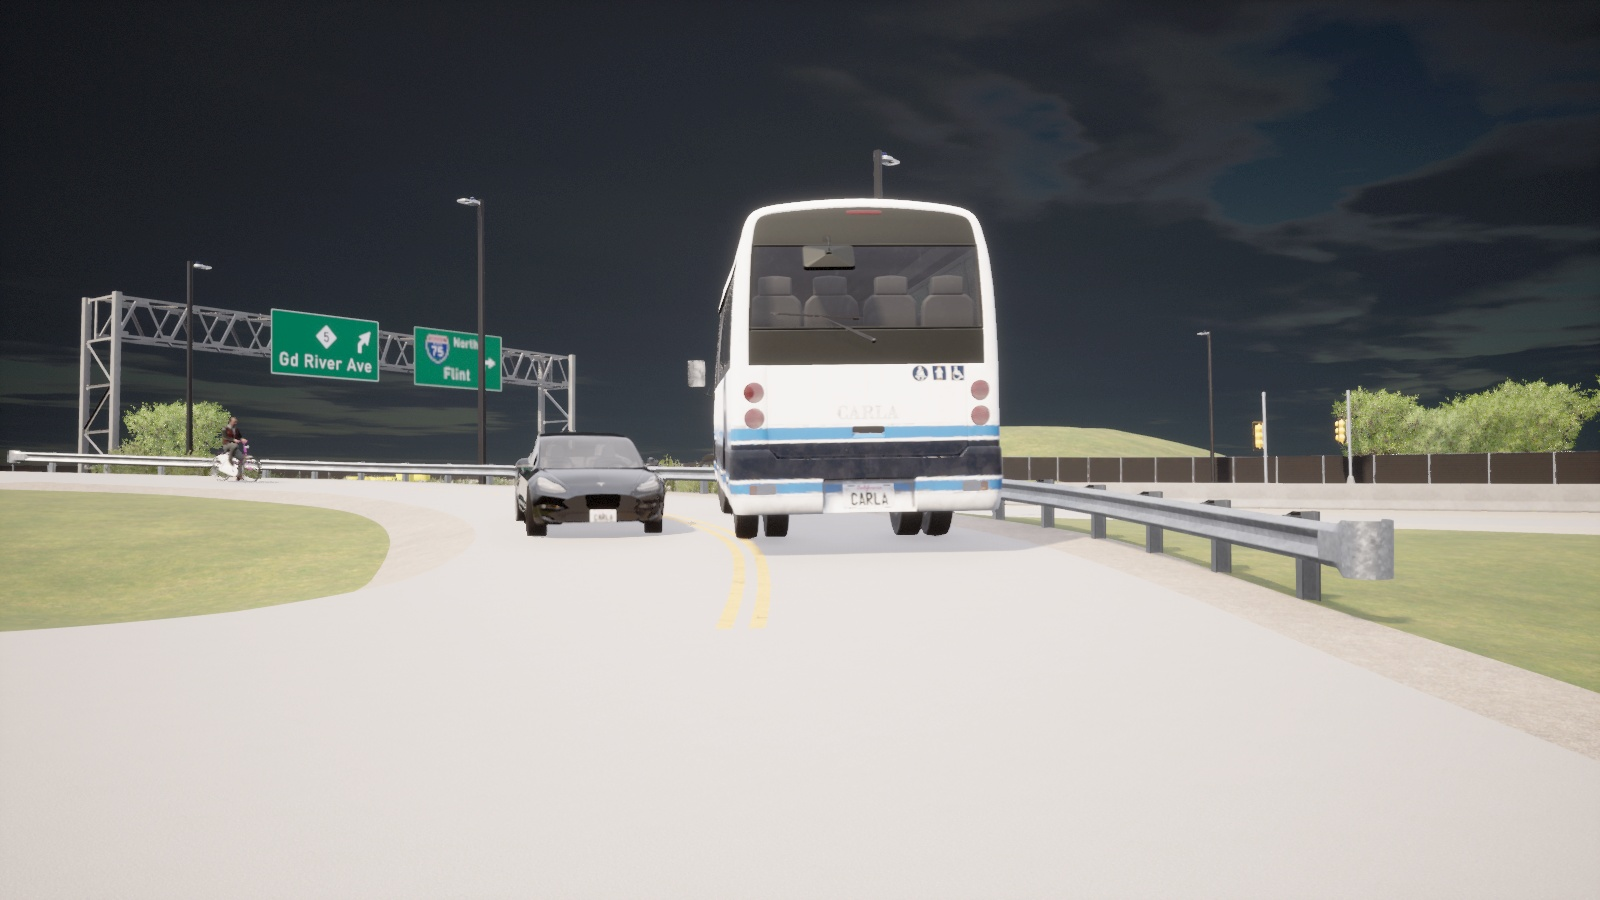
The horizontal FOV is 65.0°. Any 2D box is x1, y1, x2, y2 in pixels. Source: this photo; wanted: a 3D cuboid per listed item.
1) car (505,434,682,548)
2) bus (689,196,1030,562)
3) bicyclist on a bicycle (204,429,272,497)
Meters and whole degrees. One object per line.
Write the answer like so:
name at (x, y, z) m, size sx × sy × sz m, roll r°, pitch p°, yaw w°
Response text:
car at (-3.371, 0.530, 19.639) m, size 2.163 × 1.488 × 4.792 m, roll -2°, pitch 1°, yaw -16°
bus at (0.289, -0.947, 20.144) m, size 3.944 × 4.253 × 10.273 m, roll -2°, pitch 1°, yaw -5°
bicyclist on a bicycle at (-15.056, 0.332, 33.650) m, size 1.843 × 1.776 × 0.659 m, roll 0°, pitch 0°, yaw 28°
